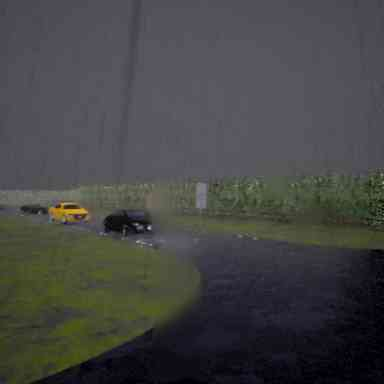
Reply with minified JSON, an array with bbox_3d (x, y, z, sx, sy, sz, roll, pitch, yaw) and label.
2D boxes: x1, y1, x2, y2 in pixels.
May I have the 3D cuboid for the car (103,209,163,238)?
[{"bbox_3d":[-3.404,1.690,18.813,1.994,1.385,4.181,1,-1,-39],"label":"car"}]

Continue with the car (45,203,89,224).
[{"bbox_3d":[-9.967,1.641,26.976,1.882,1.535,5.008,1,-1,-39],"label":"car"}]

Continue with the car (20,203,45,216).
[{"bbox_3d":[-16.867,1.809,35.569,1.895,1.301,4.718,1,-1,-39],"label":"car"}]
